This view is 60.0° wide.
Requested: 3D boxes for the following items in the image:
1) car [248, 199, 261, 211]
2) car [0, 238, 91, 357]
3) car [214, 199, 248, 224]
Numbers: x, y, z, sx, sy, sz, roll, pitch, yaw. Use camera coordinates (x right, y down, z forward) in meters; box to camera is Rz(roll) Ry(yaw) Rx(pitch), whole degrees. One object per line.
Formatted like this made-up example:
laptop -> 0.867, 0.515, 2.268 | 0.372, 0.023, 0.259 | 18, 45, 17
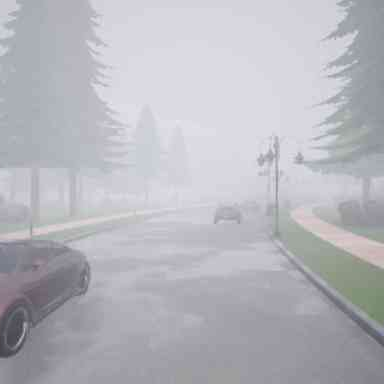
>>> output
car -> 6.994, 1.509, 39.261 | 1.994, 1.385, 4.181 | 0, 0, 19
car -> -3.345, 1.556, 5.890 | 1.994, 1.385, 4.181 | 0, 0, 3
car -> 2.741, 1.457, 24.428 | 2.128, 1.511, 4.902 | 0, 0, 11
